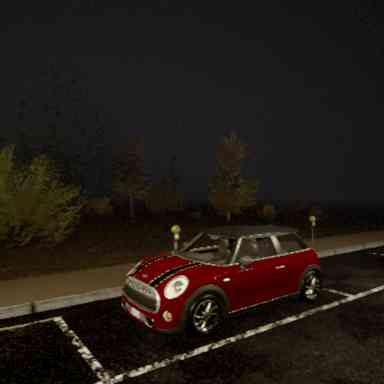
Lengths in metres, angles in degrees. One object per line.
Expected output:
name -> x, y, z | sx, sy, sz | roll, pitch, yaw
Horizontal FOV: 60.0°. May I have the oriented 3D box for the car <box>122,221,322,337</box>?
car -> 0.702, 1.443, 6.587 | 4.097, 1.590, 1.967 | 0, 1, -35
